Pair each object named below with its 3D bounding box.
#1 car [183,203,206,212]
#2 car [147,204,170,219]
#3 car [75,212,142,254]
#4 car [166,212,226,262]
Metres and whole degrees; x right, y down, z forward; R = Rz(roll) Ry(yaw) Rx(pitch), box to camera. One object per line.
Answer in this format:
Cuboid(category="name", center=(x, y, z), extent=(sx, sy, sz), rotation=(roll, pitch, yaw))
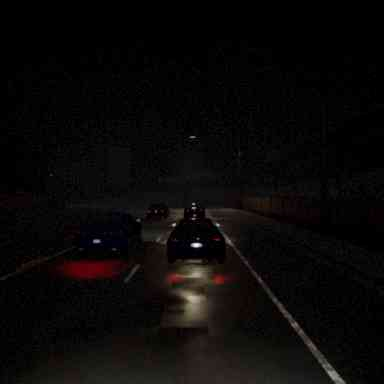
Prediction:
Cuboid(category="car", center=(0.226, 1.761, 29.819), extent=(2.128, 1.511, 4.902), rotation=(0, -1, 0))
Cuboid(category="car", center=(-3.262, 1.842, 32.694), extent=(2.033, 1.411, 5.357), rotation=(0, -1, 0))
Cuboid(category="car", center=(-3.343, 1.606, 14.174), extent=(1.882, 1.535, 5.008), rotation=(0, -1, 0))
Cuboid(category="car", center=(0.150, 1.678, 12.565), extent=(1.994, 1.385, 4.181), rotation=(0, 0, 0))
